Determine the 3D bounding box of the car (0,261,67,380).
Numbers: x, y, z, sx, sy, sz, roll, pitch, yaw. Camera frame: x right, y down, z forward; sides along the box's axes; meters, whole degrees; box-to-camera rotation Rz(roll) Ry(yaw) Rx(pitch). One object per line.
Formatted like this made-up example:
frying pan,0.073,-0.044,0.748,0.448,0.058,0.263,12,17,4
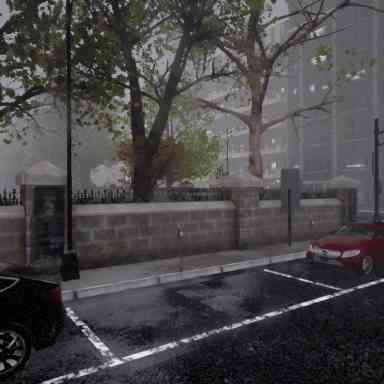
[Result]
car,-3.757,1.566,3.912,4.313,1.339,1.947,0,0,-35

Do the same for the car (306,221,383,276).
car,5.319,1.581,10.251,4.206,1.307,1.802,0,0,-35
